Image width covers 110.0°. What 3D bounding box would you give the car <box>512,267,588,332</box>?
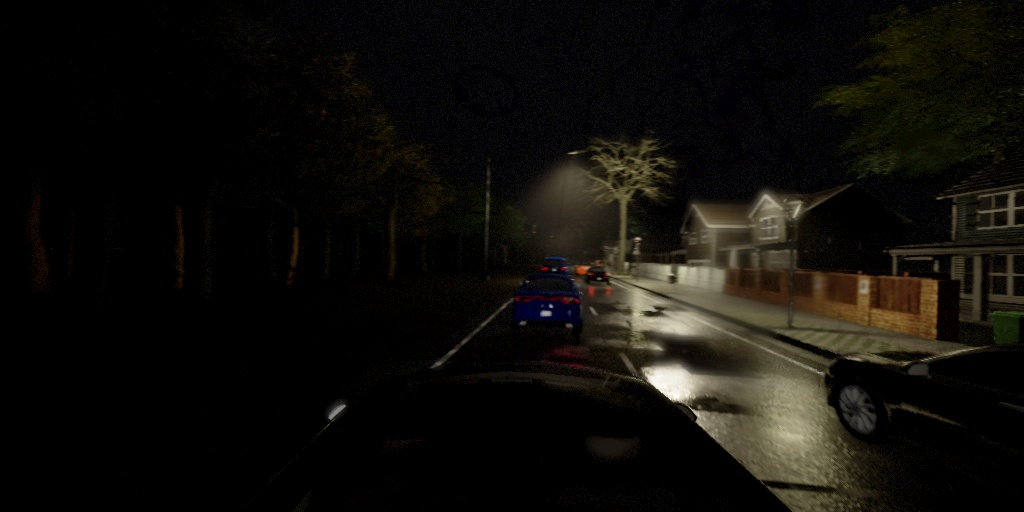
[{"bbox_3d":[1.165,1.289,11.353,1.882,1.535,5.008,2,0,7],"label":"car"}]

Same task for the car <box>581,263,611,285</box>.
[{"bbox_3d":[7.055,1.571,29.980,1.812,1.442,4.674,2,0,8],"label":"car"}]

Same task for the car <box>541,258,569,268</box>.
[{"bbox_3d":[3.568,1.164,29.985,2.150,2.045,5.566,2,0,7],"label":"car"}]

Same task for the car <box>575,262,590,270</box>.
[{"bbox_3d":[8.714,1.487,42.988,2.097,1.767,4.553,2,0,8],"label":"car"}]

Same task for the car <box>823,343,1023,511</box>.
[{"bbox_3d":[4.695,1.395,2.576,1.837,1.490,4.892,2,0,7],"label":"car"}]
